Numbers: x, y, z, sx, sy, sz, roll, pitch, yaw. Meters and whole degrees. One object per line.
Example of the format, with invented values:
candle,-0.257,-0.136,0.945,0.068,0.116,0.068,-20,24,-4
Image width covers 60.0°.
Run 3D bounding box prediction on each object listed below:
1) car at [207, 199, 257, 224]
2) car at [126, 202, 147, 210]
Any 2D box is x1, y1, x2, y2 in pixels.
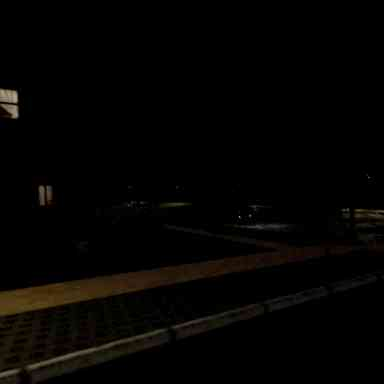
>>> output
car,3.485,1.667,30.296,2.150,2.045,5.566,-3,1,-30
car,-8.637,2.291,51.408,2.033,1.411,5.357,-3,1,-30
